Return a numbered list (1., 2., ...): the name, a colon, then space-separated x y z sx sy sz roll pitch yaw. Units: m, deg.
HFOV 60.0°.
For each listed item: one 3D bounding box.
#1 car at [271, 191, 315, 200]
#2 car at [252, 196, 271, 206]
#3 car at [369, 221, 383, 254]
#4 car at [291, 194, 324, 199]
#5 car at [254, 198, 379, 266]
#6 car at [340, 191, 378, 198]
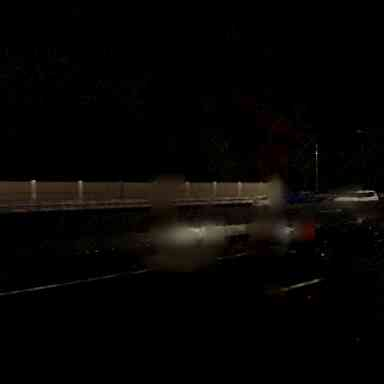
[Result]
1. car: 12.018 0.901 38.125 5.566 2.045 2.150 0 0 -35
2. car: 9.388 1.217 40.549 4.674 1.442 1.812 0 0 -35
3. car: 6.772 1.412 8.635 4.674 1.442 1.812 -1 0 -35
4. car: 12.704 1.215 34.335 4.674 1.442 1.812 -1 0 -35
5. car: 4.599 1.246 11.385 4.553 1.767 2.097 -1 0 -35
6. car: 15.960 0.891 32.341 5.566 2.045 2.150 0 0 -35
